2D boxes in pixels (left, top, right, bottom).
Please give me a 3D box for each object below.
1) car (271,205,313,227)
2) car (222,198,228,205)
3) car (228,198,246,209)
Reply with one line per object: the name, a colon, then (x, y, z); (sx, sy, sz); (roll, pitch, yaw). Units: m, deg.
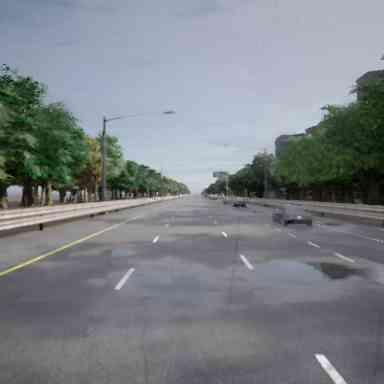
car: (7.032, 1.643, 23.731); (1.994, 1.385, 4.181); (0, 0, 0)
car: (7.259, 1.916, 68.830); (2.033, 1.411, 5.357); (0, 0, 0)
car: (7.142, 1.756, 51.159); (1.837, 1.490, 4.892); (0, 0, 0)
